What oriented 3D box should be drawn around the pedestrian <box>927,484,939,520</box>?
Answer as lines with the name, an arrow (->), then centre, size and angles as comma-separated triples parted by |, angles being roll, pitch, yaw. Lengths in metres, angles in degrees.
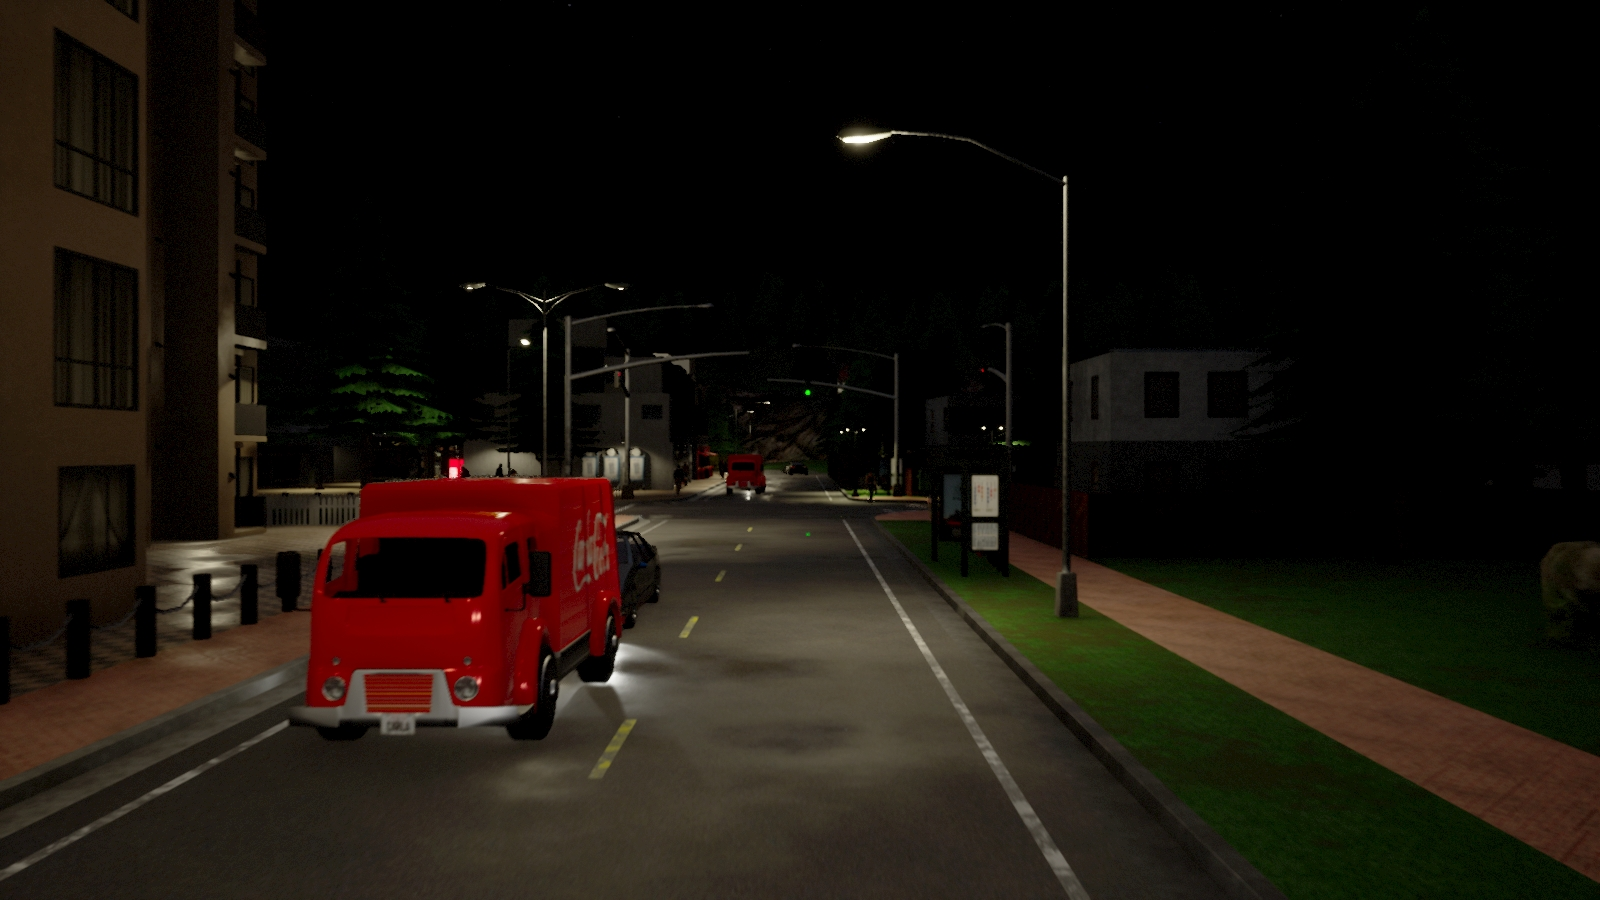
pedestrian -> 4.972, 1.940, 42.728 | 0.375, 1.300, 0.375 | 0, 0, -1

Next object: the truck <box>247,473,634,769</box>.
truck -> -3.507, 1.543, 12.546 | 2.627, 2.467, 5.204 | 0, 0, 0

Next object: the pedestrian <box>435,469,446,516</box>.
pedestrian -> -14.136, 1.670, 44.937 | 0.375, 1.860, 0.375 | 0, 0, -20

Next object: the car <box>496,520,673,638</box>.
car -> -3.495, 2.078, 19.637 | 2.033, 1.411, 5.357 | 0, 0, 0
